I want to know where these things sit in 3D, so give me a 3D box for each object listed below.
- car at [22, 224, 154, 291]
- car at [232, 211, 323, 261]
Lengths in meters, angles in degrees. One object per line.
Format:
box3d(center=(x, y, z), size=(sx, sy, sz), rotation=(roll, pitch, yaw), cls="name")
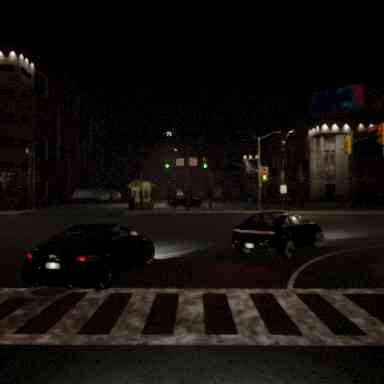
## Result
box3d(center=(-2.543, 1.556, 9.132), size=(1.994, 1.385, 4.181), rotation=(0, 0, 13), cls="car")
box3d(center=(3.349, 1.480, 12.444), size=(2.128, 1.511, 4.902), rotation=(-1, 0, 39), cls="car")
